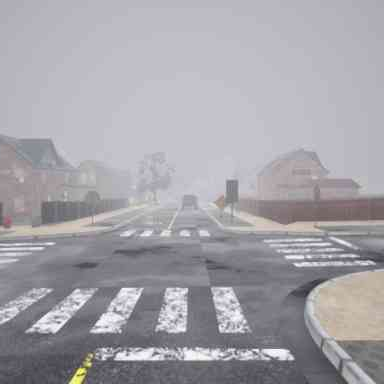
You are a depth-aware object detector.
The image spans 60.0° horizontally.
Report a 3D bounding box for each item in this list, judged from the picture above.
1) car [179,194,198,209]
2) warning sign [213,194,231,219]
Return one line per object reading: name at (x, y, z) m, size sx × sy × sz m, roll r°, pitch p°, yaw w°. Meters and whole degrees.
car at (-0.358, 1.365, 48.628) m, size 2.150 × 2.045 × 5.566 m, roll 0°, pitch 0°, yaw -1°
warning sign at (2.404, 1.158, 26.701) m, size 1.300 × 1.860 × 1.060 m, roll 2°, pitch 2°, yaw -1°
